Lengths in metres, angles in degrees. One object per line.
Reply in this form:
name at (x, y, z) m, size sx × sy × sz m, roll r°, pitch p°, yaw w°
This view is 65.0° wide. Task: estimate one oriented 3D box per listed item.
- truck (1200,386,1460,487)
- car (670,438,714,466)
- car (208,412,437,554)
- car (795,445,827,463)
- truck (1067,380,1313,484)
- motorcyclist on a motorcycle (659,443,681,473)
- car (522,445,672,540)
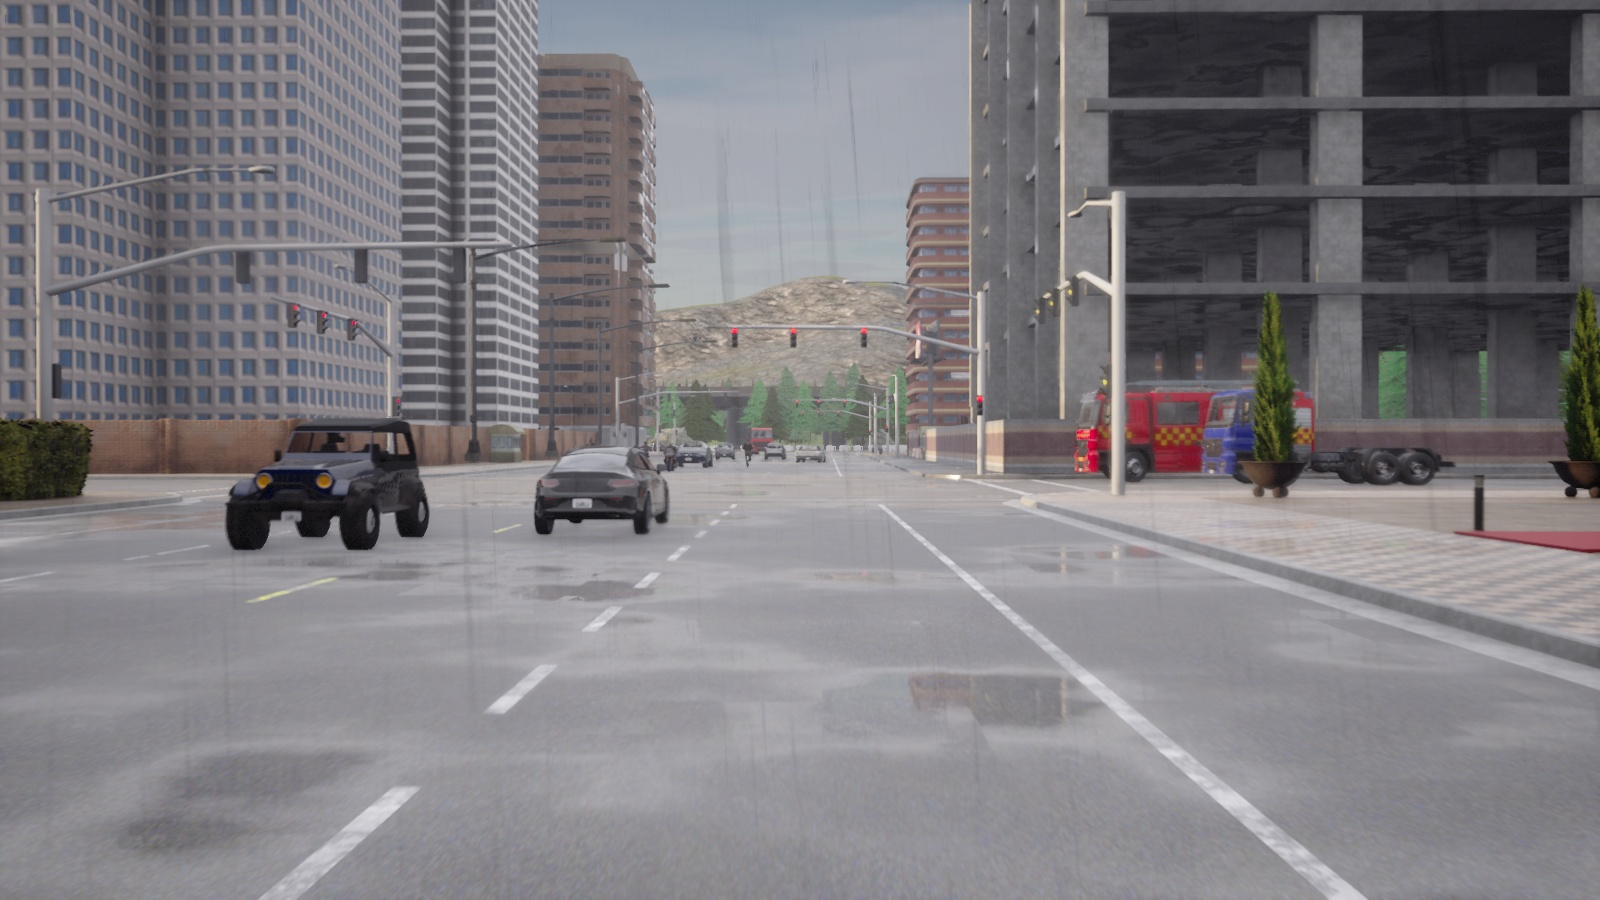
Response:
truck at (18.540, -0.470, 44.267) m, size 7.936 × 3.462 × 2.891 m, roll 0°, pitch 0°, yaw 1°
car at (-6.509, 0.092, 76.050) m, size 2.152 × 1.651 × 5.027 m, roll 0°, pitch 0°, yaw 1°
car at (-6.879, 0.432, 18.560) m, size 1.905 × 1.878 × 3.866 m, roll 0°, pitch 0°, yaw 0°
car at (0.853, 0.316, 94.305) m, size 1.895 × 1.301 × 4.718 m, roll 0°, pitch 0°, yaw 7°
truck at (14.702, -0.677, 47.809) m, size 8.468 × 3.827 × 2.891 m, roll 0°, pitch 0°, yaw 1°
motorcyclist on a motorcycle at (-6.739, 0.408, 65.310) m, size 0.866 × 1.530 × 2.191 m, roll 0°, pitch 0°, yaw 1°
car at (-3.361, 0.647, 21.667) m, size 1.812 × 1.442 × 4.674 m, roll 0°, pitch 0°, yaw 0°
